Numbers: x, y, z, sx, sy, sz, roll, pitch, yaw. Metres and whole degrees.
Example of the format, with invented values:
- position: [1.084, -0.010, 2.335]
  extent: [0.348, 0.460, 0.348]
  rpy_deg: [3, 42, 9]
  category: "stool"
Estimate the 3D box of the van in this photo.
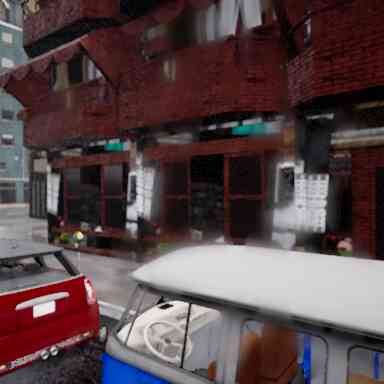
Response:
- position: [1.165, 1.341, 1.904]
  extent: [3.998, 1.788, 1.690]
  rpy_deg: [0, -1, 35]
  category: "van"

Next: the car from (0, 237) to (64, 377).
- position: [-3.353, 1.423, 5.121]
  extent: [4.097, 1.590, 1.967]
  rpy_deg: [0, -1, 35]
  category: "car"
